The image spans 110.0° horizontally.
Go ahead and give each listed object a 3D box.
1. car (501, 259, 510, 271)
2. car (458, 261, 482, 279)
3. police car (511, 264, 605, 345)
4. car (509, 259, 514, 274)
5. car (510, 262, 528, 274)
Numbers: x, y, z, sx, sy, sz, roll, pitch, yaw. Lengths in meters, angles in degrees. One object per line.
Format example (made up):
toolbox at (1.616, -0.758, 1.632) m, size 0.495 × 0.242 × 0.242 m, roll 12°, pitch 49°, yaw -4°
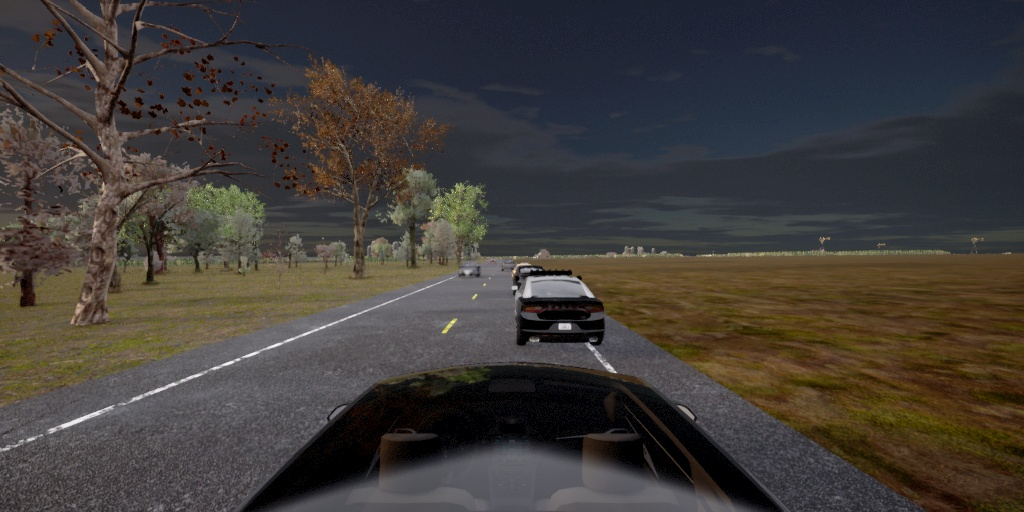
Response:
car at (-0.468, 1.273, 48.561) m, size 2.128 × 1.511 × 4.902 m, roll 0°, pitch 0°, yaw -1°
car at (-3.857, 1.257, 33.313) m, size 2.128 × 1.511 × 4.902 m, roll 0°, pitch 0°, yaw -1°
police car at (1.022, 1.176, 9.599) m, size 1.930 × 1.638 × 5.238 m, roll 0°, pitch 0°, yaw 0°
car at (0.892, 1.215, 25.695) m, size 1.801 × 1.575 × 5.366 m, roll 0°, pitch 0°, yaw -1°
car at (0.952, 1.261, 19.499) m, size 1.837 × 1.490 × 4.892 m, roll 0°, pitch 0°, yaw 0°
